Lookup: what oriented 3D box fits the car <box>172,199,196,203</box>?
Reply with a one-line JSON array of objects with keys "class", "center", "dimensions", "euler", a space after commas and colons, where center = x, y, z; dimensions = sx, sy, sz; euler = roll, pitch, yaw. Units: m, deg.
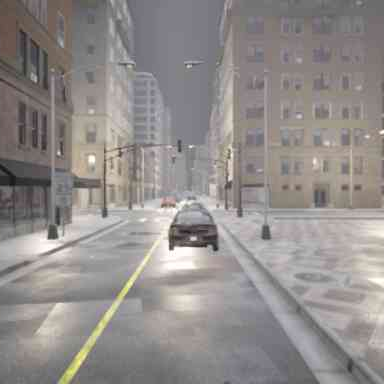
[{"class": "car", "center": [0.089, 1.477, 24.230], "dimensions": [2.033, 1.411, 5.357], "euler": [0, 0, 6]}]

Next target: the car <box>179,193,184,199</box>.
[{"class": "car", "center": [-3.068, 1.372, 60.542], "dimensions": [2.033, 1.411, 5.357], "euler": [0, 0, 0]}]

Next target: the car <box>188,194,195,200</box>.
[{"class": "car", "center": [-0.076, 1.205, 86.140], "dimensions": [1.837, 1.490, 4.892], "euler": [0, 0, 0]}]

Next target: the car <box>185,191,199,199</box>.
[{"class": "car", "center": [-0.068, 1.134, 76.087], "dimensions": [2.097, 1.767, 4.553], "euler": [0, 0, 0]}]

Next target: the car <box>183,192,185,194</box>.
[{"class": "car", "center": [-3.066, 1.280, 73.769], "dimensions": [1.837, 1.490, 4.892], "euler": [0, 0, 0]}]

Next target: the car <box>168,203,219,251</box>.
[{"class": "car", "center": [0.061, 1.438, 13.883], "dimensions": [1.882, 1.535, 5.008], "euler": [0, 0, 0]}]

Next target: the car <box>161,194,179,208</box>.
[{"class": "car", "center": [-3.132, 1.345, 45.600], "dimensions": [1.882, 1.535, 5.008], "euler": [0, 0, -1]}]
